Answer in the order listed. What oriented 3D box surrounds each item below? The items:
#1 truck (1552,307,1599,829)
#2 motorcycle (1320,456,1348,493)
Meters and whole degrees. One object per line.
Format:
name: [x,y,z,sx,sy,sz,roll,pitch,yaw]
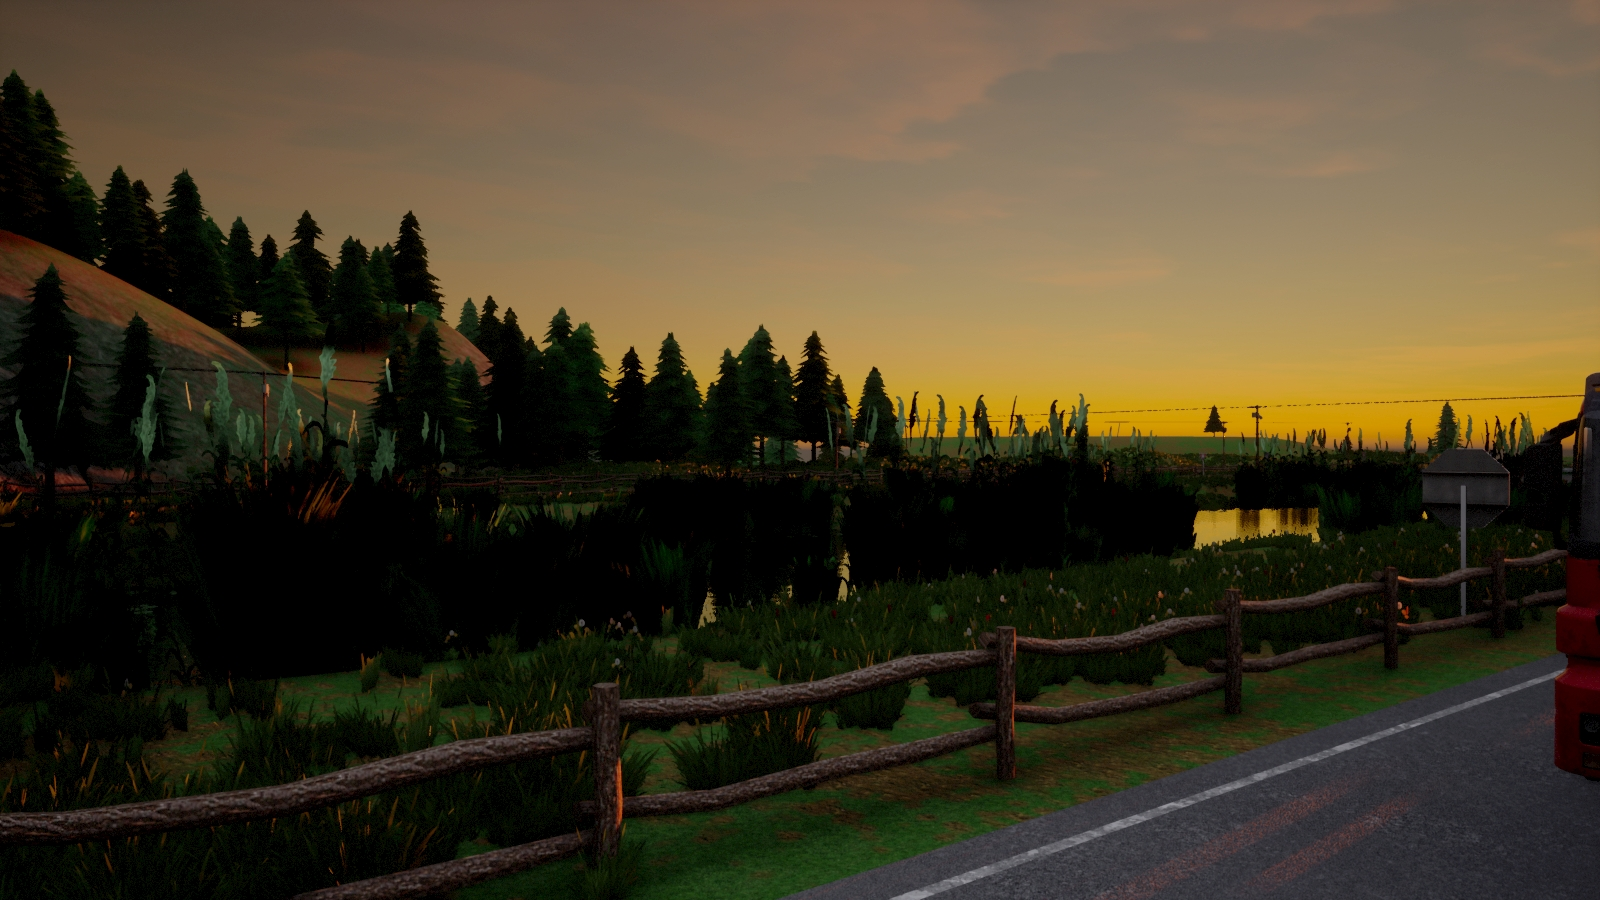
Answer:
truck: [9.443,0.862,10.928,2.891,3.827,8.468,0,0,39]
motorcycle: [34.823,1.577,74.499,2.033,2.348,0.803,0,0,-39]
